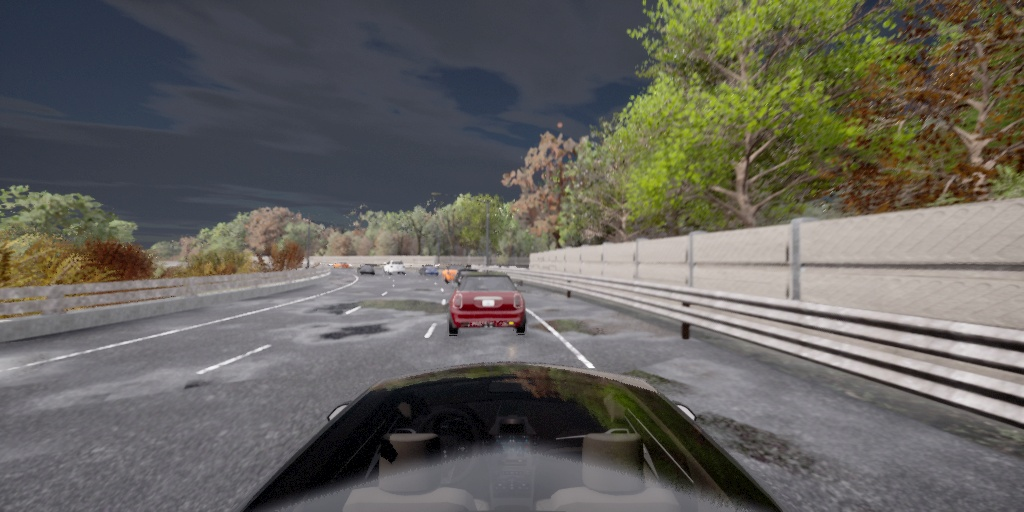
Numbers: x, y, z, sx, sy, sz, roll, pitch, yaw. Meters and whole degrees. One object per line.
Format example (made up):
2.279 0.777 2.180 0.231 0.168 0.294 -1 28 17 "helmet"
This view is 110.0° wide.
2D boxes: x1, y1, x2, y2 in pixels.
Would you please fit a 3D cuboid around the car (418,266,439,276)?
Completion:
-11.234 1.975 47.955 2.033 1.411 5.357 1 -1 -26 "car"

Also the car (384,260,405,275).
-16.772 1.660 51.132 2.150 2.045 5.566 1 -1 -28 "car"

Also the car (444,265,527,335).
-0.845 1.271 11.386 2.097 1.767 4.553 1 -1 -6 "car"

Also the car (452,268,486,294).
-3.019 1.614 24.225 1.837 1.490 4.892 1 -1 -12 "car"

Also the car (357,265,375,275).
-20.958 1.976 51.337 1.994 1.385 4.181 1 -1 -29 "car"

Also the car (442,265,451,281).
-5.440 1.597 33.982 2.097 1.767 4.553 1 -1 -15 "car"
